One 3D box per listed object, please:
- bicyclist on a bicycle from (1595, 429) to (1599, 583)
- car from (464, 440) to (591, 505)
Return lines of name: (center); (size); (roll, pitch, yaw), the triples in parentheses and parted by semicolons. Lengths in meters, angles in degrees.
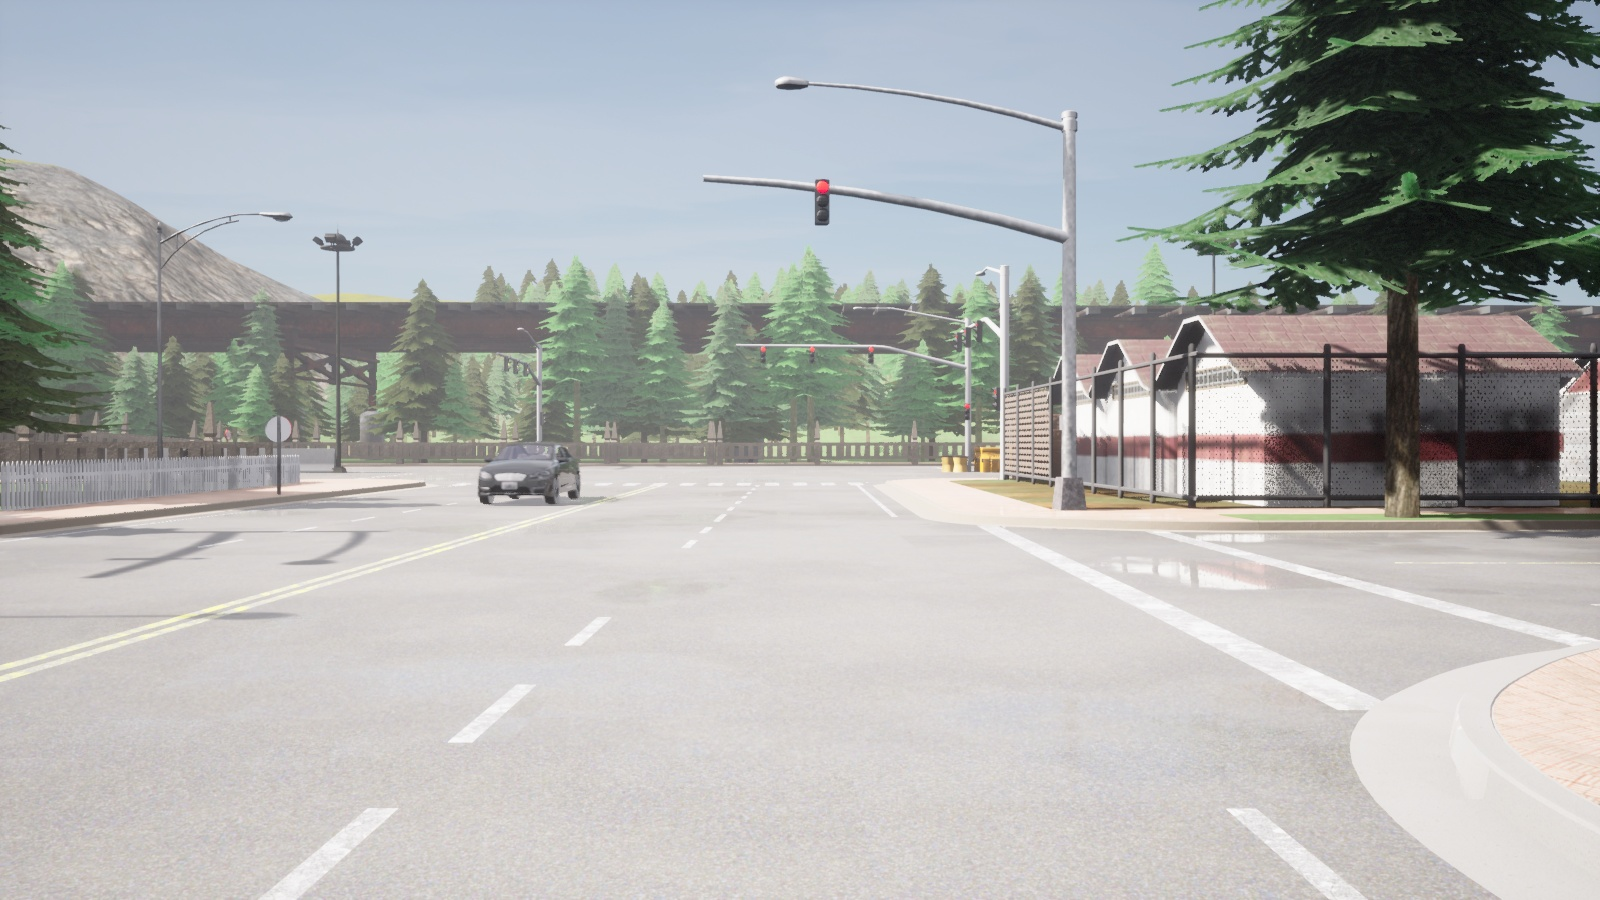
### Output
bicyclist on a bicycle: (9.273, 0.595, 13.048); (1.656, 1.620, 0.582); (0, 0, -2)
car: (-6.799, 0.517, 31.856); (2.128, 1.511, 4.902); (0, 0, 0)
